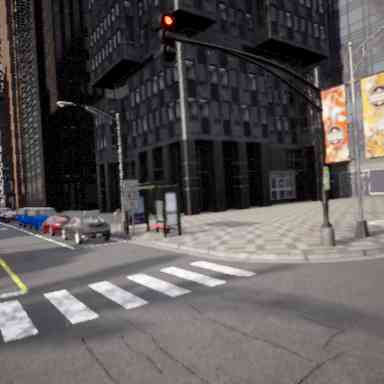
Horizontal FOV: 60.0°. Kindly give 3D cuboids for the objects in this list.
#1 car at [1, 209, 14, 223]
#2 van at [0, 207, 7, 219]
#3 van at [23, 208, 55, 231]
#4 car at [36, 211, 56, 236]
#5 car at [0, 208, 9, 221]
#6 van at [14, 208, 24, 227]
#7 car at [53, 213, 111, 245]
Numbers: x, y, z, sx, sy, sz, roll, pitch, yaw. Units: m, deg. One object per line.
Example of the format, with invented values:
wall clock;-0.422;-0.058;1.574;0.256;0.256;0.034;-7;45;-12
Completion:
car;-22.122;3.086;41.269;1.802;1.307;4.206;-3;0;-35
van;-31.930;3.511;55.191;1.690;1.788;3.998;-3;0;-35
van;-12.345;2.184;27.351;1.690;1.788;3.998;-3;0;-35
car;-9.065;2.207;22.710;1.802;1.307;4.206;-3;0;-35
car;-25.386;3.308;45.910;1.802;1.307;4.206;-3;0;-35
van;-15.609;2.404;31.990;1.690;1.788;3.998;-3;0;-35
car;-5.803;1.958;18.069;2.008;1.369;4.403;-3;0;-35
